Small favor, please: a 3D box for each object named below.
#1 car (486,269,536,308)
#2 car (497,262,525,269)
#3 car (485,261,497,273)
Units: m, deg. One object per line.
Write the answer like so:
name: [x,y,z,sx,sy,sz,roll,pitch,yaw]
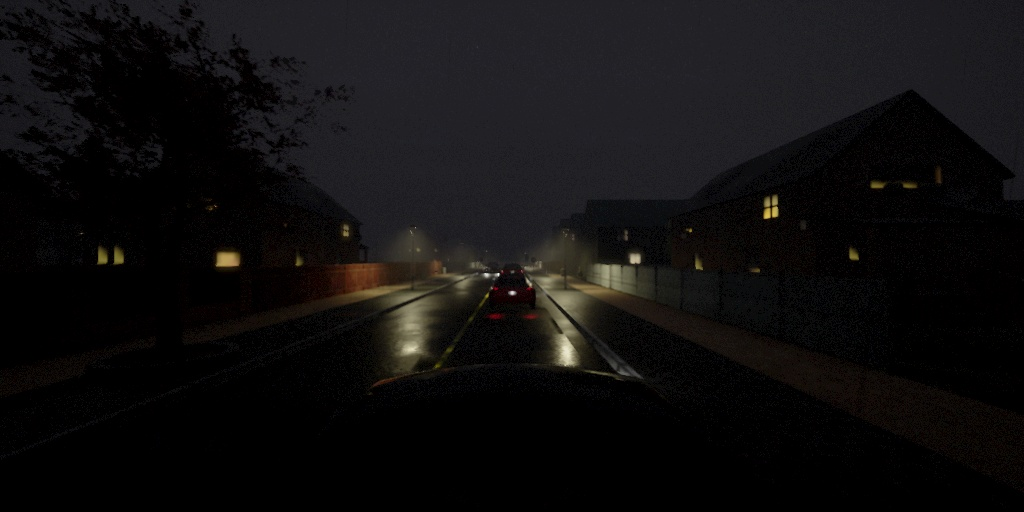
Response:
car: [0.023,1.450,16.170,1.994,1.385,4.181,0,0,0]
car: [0.036,1.374,30.928,2.097,1.767,4.553,0,-1,0]
car: [-2.693,1.567,51.531,2.097,1.767,4.553,0,0,0]
